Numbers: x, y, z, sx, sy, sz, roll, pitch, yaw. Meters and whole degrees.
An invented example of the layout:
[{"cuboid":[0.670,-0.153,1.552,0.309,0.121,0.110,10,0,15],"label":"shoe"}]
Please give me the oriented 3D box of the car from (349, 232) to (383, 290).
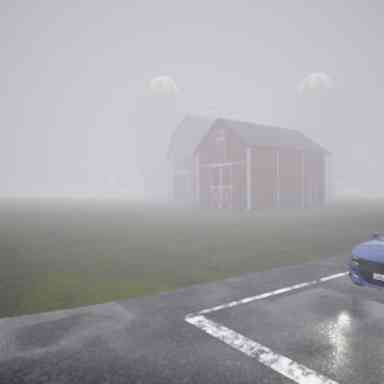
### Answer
[{"cuboid":[5.798,1.422,8.126,5.008,1.535,1.882,0,0,-36],"label":"car"}]
